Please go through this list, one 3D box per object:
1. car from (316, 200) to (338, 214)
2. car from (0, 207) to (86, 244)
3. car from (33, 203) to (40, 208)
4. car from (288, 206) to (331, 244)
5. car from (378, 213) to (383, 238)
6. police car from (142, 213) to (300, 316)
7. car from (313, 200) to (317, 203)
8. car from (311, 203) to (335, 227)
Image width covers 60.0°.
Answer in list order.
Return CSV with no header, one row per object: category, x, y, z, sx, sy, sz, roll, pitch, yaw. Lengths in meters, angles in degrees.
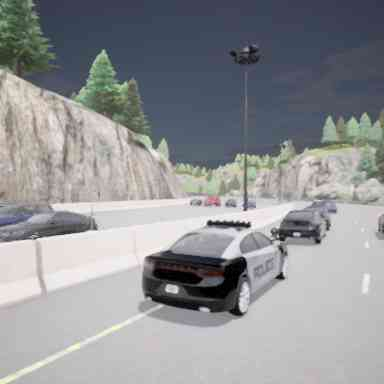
car,17.166,1.946,41.870,2.033,1.411,5.357,0,0,18
car,-6.272,1.580,14.790,1.812,1.442,4.674,0,0,29
car,-9.014,1.402,17.076,2.097,1.767,4.553,0,0,28
car,5.725,1.657,16.887,1.837,1.490,4.892,0,0,27
car,11.595,1.681,18.539,1.882,1.535,5.008,0,0,26
police car,0.943,1.484,7.967,1.930,1.638,5.238,0,0,30
car,21.179,2.081,55.403,1.994,1.385,4.181,0,0,12
car,8.384,1.713,22.421,1.837,1.490,4.892,0,0,25
